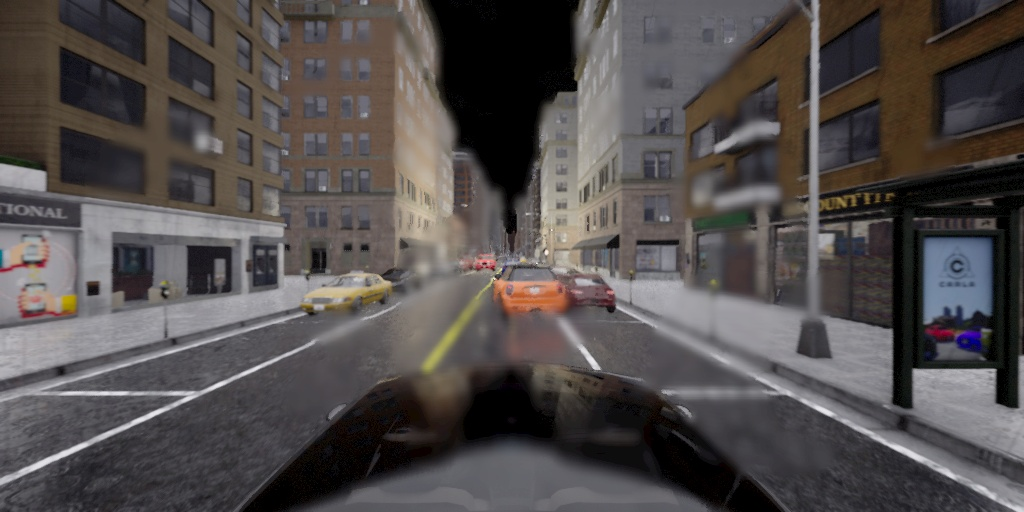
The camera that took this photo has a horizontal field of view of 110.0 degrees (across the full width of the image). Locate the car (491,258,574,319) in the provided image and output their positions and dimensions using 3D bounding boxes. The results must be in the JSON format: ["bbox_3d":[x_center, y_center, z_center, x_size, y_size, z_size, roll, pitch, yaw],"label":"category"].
[{"bbox_3d":[0.494,1.062,12.835,2.097,1.767,4.553,0,0,-6],"label":"car"}]

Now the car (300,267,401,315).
[{"bbox_3d":[-5.856,1.233,13.301,1.751,1.417,4.829,0,0,0],"label":"car"}]

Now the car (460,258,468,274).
[{"bbox_3d":[-5.851,1.192,35.566,1.948,1.339,4.313,0,0,0],"label":"car"}]

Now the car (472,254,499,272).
[{"bbox_3d":[-3.056,0.822,42.968,2.150,2.045,5.566,0,0,1],"label":"car"}]

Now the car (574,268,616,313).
[{"bbox_3d":[2.671,1.290,13.487,1.802,1.307,4.207,0,0,0],"label":"car"}]

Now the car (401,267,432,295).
[{"bbox_3d":[-5.855,1.253,18.994,1.948,1.339,4.313,0,0,0],"label":"car"}]

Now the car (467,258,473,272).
[{"bbox_3d":[-5.850,1.187,41.089,1.802,1.307,4.207,0,0,0],"label":"car"}]

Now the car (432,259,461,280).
[{"bbox_3d":[-5.853,1.197,30.041,2.007,1.370,4.403,0,0,0],"label":"car"}]

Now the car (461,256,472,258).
[{"bbox_3d":[-5.849,0.898,46.612,2.192,1.841,5.009,0,0,0],"label":"car"}]
